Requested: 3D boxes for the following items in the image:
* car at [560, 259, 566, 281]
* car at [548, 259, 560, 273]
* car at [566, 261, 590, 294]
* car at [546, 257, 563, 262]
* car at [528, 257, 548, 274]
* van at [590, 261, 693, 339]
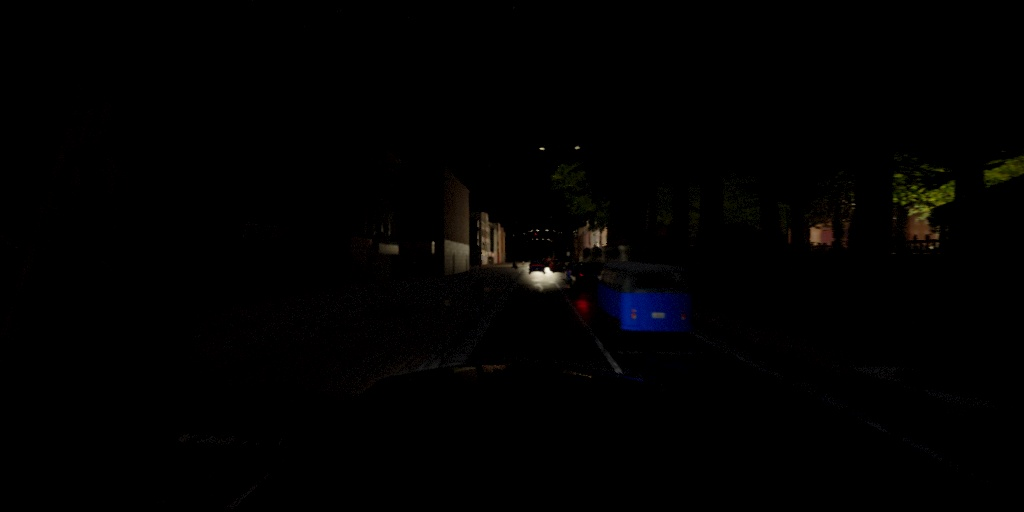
[{"bbox_3d":[4.895,1.209,26.950,1.882,1.535,5.008,-1,0,4],"label":"car"},{"bbox_3d":[5.579,1.340,42.356,1.802,1.307,4.207,0,0,4],"label":"car"},{"bbox_3d":[4.387,1.079,19.938,2.097,1.767,4.553,-1,0,4],"label":"car"},{"bbox_3d":[5.951,1.084,47.792,2.192,1.841,5.009,0,0,4],"label":"car"},{"bbox_3d":[2.951,1.259,42.173,1.882,1.535,5.008,-1,0,4],"label":"car"},{"bbox_3d":[3.347,1.065,9.736,1.690,1.789,3.998,0,0,4],"label":"van"}]
